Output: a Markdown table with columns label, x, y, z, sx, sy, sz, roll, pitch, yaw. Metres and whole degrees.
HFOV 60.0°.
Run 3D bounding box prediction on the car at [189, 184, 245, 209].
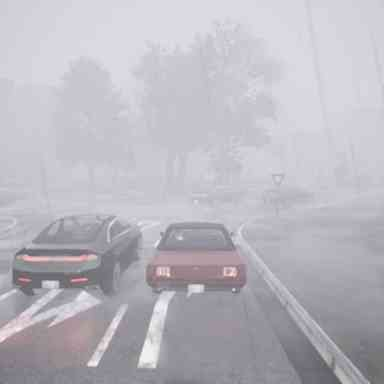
| label | x | y | z | sx | sy | sz | roll | pitch | yaw |
| --- | --- | --- | --- | --- | --- | --- | --- | --- | --- |
| car | 1.913 | 0.217 | 23.691 | 2.128 | 1.511 | 4.902 | 5 | 7 | 42 |

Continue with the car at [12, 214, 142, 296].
| label | x | y | z | sx | sy | sz | roll | pitch | yaw |
| --- | --- | --- | --- | --- | --- | --- | --- | --- | --- |
| car | -2.399 | 1.283 | 8.116 | 2.128 | 1.511 | 4.902 | 0 | 2 | 1 |

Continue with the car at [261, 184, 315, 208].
| label | x | y | z | sx | sy | sz | roll | pitch | yaw |
| --- | --- | --- | --- | --- | --- | --- | --- | --- | --- |
| car | 7.015 | 0.179 | 24.081 | 4.902 | 1.511 | 2.128 | -5 | 7 | -40 |

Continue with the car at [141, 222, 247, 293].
| label | x | y | z | sx | sy | sz | roll | pitch | yaw |
| --- | --- | --- | --- | --- | --- | --- | --- | --- | --- |
| car | 0.115 | 1.386 | 8.282 | 1.895 | 1.301 | 4.718 | 0 | 2 | 1 |
